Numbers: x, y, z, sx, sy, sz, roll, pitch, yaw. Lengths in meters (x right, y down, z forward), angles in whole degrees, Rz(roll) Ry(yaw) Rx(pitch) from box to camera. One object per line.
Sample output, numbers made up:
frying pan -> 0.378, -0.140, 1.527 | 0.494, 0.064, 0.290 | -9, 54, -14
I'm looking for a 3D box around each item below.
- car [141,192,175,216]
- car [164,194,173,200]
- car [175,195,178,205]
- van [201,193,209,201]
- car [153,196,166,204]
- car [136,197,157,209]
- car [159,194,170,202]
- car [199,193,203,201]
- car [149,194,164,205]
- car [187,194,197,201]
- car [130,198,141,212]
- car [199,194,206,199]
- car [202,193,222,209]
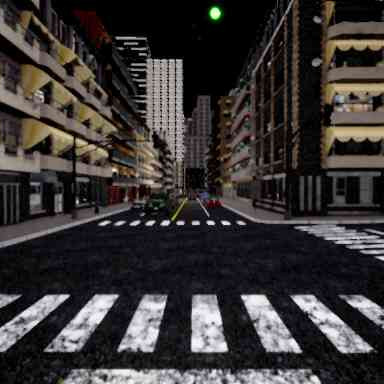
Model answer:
car -> -3.093, 1.069, 31.361 | 2.150, 2.045, 5.566 | 0, 0, 0
car -> -5.678, 1.222, 80.799 | 1.802, 1.307, 4.206 | -1, 0, 0
car -> -3.081, 1.330, 41.195 | 1.812, 1.442, 4.674 | 0, 0, 0
van -> 2.697, 1.025, 69.734 | 1.690, 1.788, 3.998 | -1, 0, 0
car -> -5.684, 1.311, 58.688 | 1.802, 1.307, 4.206 | -1, 0, 0
car -> -5.688, 1.366, 42.103 | 1.947, 1.339, 4.313 | 0, 0, 0
car -> -5.681, 1.210, 69.573 | 1.752, 1.417, 4.829 | -1, 0, 0
car -> 2.697, 1.280, 58.680 | 2.008, 1.369, 4.403 | -1, 0, 0
car -> -5.686, 1.192, 53.159 | 1.967, 1.590, 4.097 | -1, 0, 0
car -> 0.019, 1.219, 70.849 | 2.033, 1.411, 5.357 | 0, 0, 0
car -> -5.689, 1.375, 36.576 | 2.008, 1.369, 4.403 | 0, 0, 0
car -> 2.703, 1.164, 86.319 | 1.887, 1.381, 4.507 | -1, 0, 0
car -> 2.691, 1.240, 42.096 | 1.967, 1.590, 4.097 | -1, 0, 0
